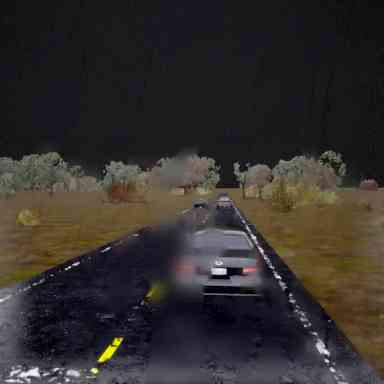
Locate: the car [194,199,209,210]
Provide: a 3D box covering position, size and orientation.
[{"bbox_3d":[1.289,1.597,44.079,1.895,1.301,4.718,0,0,6],"label":"car"}]

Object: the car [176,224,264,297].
[{"bbox_3d":[0.762,1.548,8.785,2.033,1.411,5.357,0,0,6],"label":"car"}]

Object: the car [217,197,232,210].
[{"bbox_3d":[4.164,1.488,42.296,2.128,1.511,4.902,0,0,6],"label":"car"}]

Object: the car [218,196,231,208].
[{"bbox_3d":[4.858,1.470,49.599,1.882,1.535,5.008,0,0,6],"label":"car"}]
